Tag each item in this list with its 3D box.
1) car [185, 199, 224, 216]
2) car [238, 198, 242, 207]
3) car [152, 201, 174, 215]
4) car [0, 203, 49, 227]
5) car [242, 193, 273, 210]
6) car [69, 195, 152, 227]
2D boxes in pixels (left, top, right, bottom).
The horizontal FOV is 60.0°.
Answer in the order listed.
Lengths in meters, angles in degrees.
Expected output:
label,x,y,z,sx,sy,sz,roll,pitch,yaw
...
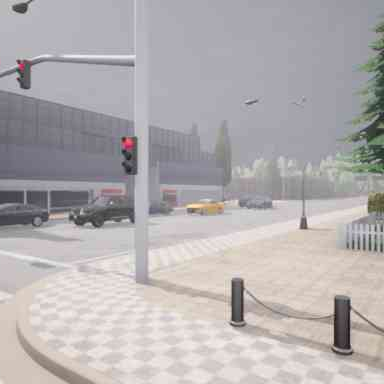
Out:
label,x,y,z,sx,sy,sz,roll,pitch,yaw
car,1.323,1.473,32.811,1.882,1.535,5.008,0,0,36
car,8.899,1.221,49.253,2.150,2.045,5.566,0,0,36
car,-3.955,1.542,31.467,2.033,1.411,5.357,0,0,36
car,-11.530,1.500,20.936,1.837,1.490,4.892,0,0,37
car,8.814,1.347,43.202,2.097,1.767,4.553,0,0,36
car,-5.683,1.217,23.045,2.150,2.045,5.566,0,0,36
